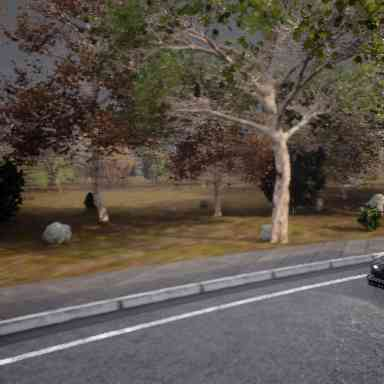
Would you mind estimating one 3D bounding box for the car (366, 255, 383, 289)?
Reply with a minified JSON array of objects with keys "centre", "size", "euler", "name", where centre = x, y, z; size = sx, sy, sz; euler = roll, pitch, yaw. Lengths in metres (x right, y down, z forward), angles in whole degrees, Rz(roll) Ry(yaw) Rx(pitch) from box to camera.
[{"centre":[6.294,1.435,7.258],"size":[5.357,1.411,2.033],"euler":[-1,1,-27],"name":"car"}]
